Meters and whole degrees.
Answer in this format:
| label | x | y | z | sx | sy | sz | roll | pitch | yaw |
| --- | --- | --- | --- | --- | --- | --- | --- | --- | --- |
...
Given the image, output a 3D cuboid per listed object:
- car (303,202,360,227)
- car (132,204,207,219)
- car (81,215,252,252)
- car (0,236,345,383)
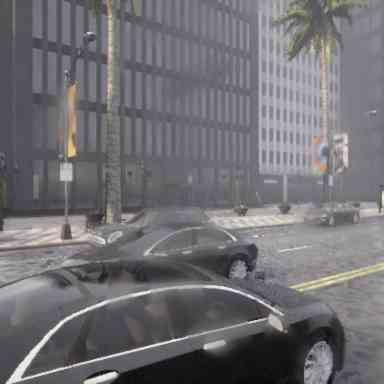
| label | x | y | z | sx | sy | sz | roll | pitch | yaw |
| --- | --- | --- | --- | --- | --- | --- | --- | --- | --- |
| car | 9.691 | 1.461 | 22.975 | 4.892 | 1.521 | 2.231 | 0 | 0 | -35 |
| car | -1.221 | 1.347 | 11.667 | 4.553 | 1.767 | 2.097 | 0 | 0 | -35 |
| car | -0.551 | 1.501 | 7.861 | 4.892 | 1.490 | 1.837 | 0 | 0 | -35 |
| car | -0.349 | 1.501 | 3.484 | 4.892 | 1.490 | 1.837 | 1 | 0 | -35 |
